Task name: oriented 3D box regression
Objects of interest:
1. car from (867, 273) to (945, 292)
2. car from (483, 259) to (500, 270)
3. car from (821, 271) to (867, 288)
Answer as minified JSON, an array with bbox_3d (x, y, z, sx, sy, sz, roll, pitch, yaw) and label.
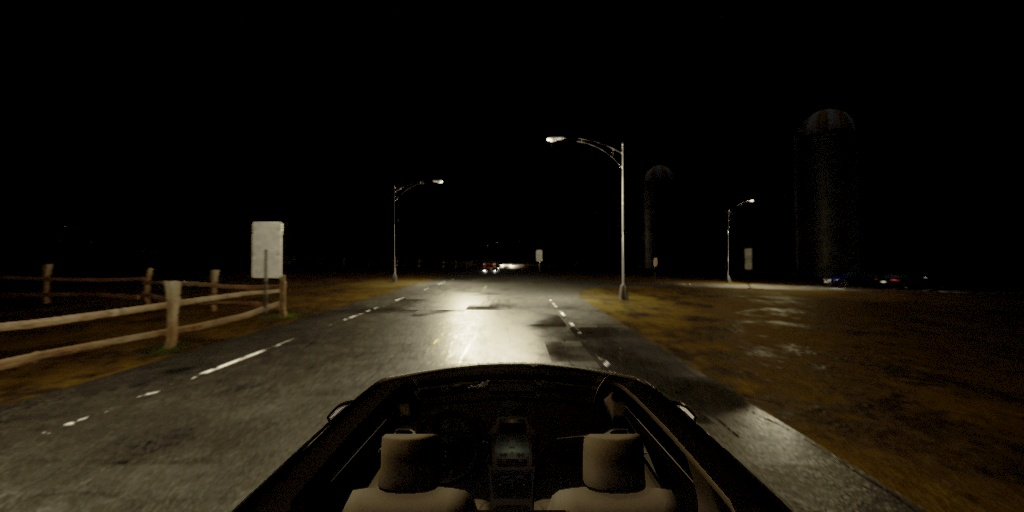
[{"bbox_3d":[31.610,2.076,28.582,4.181,1.385,1.994,1,-2,0],"label":"car"},{"bbox_3d":[-3.526,1.284,58.024,2.097,1.767,4.553,0,0,1],"label":"car"},{"bbox_3d":[29.961,2.079,31.530,4.674,1.442,1.812,1,-2,0],"label":"car"}]
